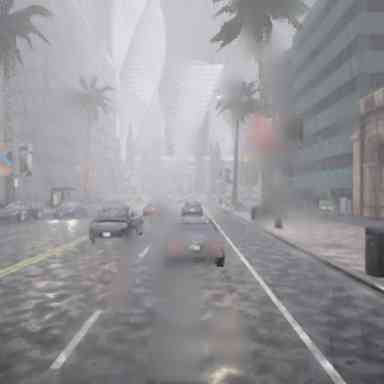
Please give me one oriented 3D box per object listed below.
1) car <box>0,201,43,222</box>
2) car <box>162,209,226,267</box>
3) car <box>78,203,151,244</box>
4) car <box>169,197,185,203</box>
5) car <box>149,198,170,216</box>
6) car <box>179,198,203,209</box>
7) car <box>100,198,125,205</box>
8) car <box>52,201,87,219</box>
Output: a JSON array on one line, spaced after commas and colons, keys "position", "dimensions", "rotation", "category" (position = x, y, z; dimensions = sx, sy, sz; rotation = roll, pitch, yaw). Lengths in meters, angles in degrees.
[{"position": [-13.656, 1.509, 26.572], "dimensions": [2.231, 1.521, 4.892], "rotation": [0, 0, 0], "category": "car"}, {"position": [0.069, 1.553, 11.450], "dimensions": [2.033, 1.411, 5.357], "rotation": [0, 0, 0], "category": "car"}, {"position": [-3.442, 1.503, 15.852], "dimensions": [2.128, 1.511, 4.902], "rotation": [0, 0, 0], "category": "car"}, {"position": [-2.560, 1.623, 70.538], "dimensions": [1.895, 1.301, 4.718], "rotation": [0, 0, 25], "category": "car"}, {"position": [-3.487, 1.583, 31.819], "dimensions": [1.994, 1.385, 4.181], "rotation": [0, 0, 0], "category": "car"}, {"position": [0.013, 1.579, 31.821], "dimensions": [1.994, 1.385, 4.181], "rotation": [0, 0, 0], "category": "car"}, {"position": [-7.176, 1.374, 30.255], "dimensions": [2.097, 1.767, 4.553], "rotation": [0, 0, 0], "category": "car"}, {"position": [-10.675, 1.552, 29.502], "dimensions": [1.812, 1.442, 4.674], "rotation": [0, 0, 0], "category": "car"}]
